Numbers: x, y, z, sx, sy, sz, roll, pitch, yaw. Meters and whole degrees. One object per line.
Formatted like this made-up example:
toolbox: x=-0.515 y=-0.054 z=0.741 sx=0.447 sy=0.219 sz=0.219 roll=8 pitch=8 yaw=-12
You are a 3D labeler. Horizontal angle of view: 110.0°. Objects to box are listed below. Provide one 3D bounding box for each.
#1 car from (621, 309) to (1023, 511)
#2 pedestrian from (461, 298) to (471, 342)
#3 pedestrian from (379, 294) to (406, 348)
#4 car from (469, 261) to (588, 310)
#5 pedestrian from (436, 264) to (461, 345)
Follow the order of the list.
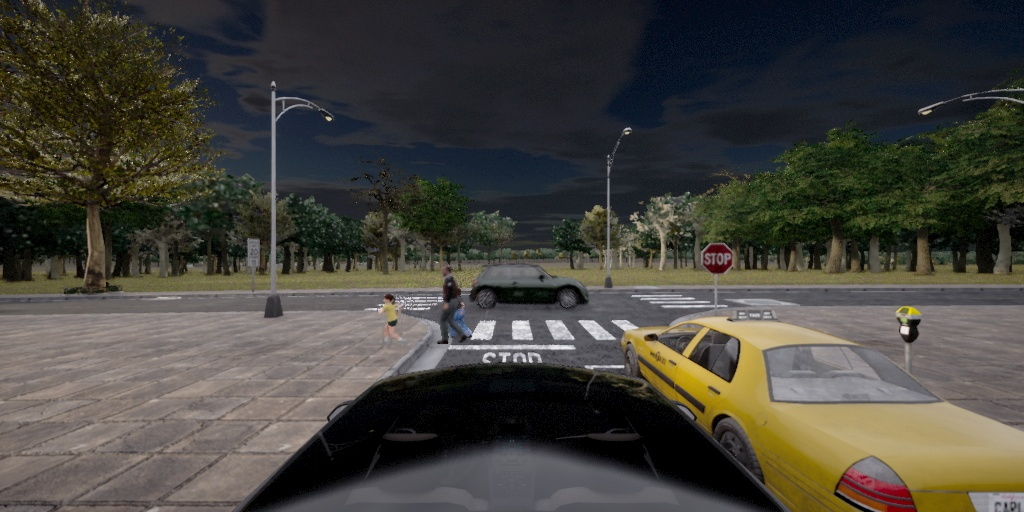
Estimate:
car: x=2.637 y=1.276 z=4.187 sx=1.751 sy=1.417 sz=4.829 roll=0 pitch=0 yaw=0
pedestrian: x=-1.266 y=1.327 z=8.648 sx=0.375 sy=1.300 sz=0.375 roll=0 pitch=0 yaw=0
pedestrian: x=-2.444 y=1.274 z=7.304 sx=0.500 sy=1.100 sz=0.500 roll=0 pitch=0 yaw=0
car: x=0.660 y=1.086 z=14.163 sx=4.553 sy=1.767 sz=2.097 roll=0 pitch=0 yaw=0
pedestrian: x=-1.422 y=1.047 z=8.050 sx=0.375 sy=1.860 sz=0.375 roll=0 pitch=0 yaw=0
